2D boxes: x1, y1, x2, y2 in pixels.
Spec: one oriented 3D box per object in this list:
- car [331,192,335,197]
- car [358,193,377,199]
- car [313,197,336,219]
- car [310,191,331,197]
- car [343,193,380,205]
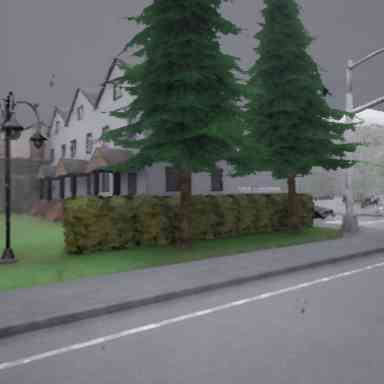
[{"bbox_3d":[28.596,0.789,72.232,1.932,1.855,4.605,0,0,-36],"label":"car"},{"bbox_3d":[43.746,0.977,82.997,1.845,1.501,3.633,0,0,-36],"label":"car"},{"bbox_3d":[7.758,1.259,24.637,2.033,1.411,5.357,0,0,-36],"label":"car"},{"bbox_3d":[26.481,0.782,70.197,1.905,1.878,3.866,0,0,-36],"label":"car"},{"bbox_3d":[23.736,0.877,46.776,1.932,1.855,4.605,0,0,-36],"label":"car"}]
